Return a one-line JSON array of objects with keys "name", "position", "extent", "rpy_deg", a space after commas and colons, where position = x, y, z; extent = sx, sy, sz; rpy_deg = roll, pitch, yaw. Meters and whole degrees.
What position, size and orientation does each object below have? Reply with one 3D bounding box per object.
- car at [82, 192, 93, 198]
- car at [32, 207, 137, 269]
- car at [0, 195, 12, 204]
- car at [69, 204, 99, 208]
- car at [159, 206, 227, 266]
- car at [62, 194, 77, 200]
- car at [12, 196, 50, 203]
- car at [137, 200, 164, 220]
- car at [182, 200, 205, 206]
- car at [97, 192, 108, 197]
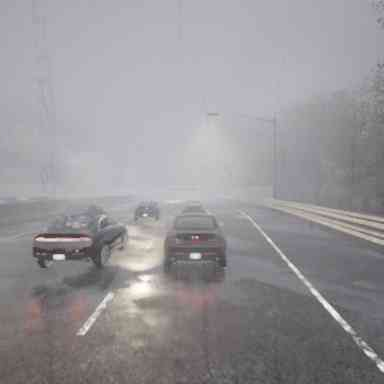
[{"name": "car", "position": [-24.481, 0.889, 78.094], "extent": [1.837, 1.490, 4.892], "rpy_deg": [0, 0, 0]}, {"name": "car", "position": [-3.404, 1.448, 10.947], "extent": [2.128, 1.511, 4.902], "rpy_deg": [0, 0, 0]}, {"name": "car", "position": [-21.076, 1.222, 37.207], "extent": [2.097, 1.767, 4.553], "rpy_deg": [0, 0, 0]}, {"name": "car", "position": [-6.910, 1.467, 21.589], "extent": [2.033, 1.411, 5.357], "rpy_deg": [0, 0, 0]}, {"name": "car", "position": [0.096, 1.462, 11.381], "extent": [1.837, 1.490, 4.892], "rpy_deg": [0, 0, 0]}, {"name": "car", "position": [-27.982, 1.060, 75.818], "extent": [1.895, 1.301, 4.718], "rpy_deg": [0, 0, 0]}, {"name": "car", "position": [-17.578, 1.222, 37.212], "extent": [2.097, 1.767, 4.553], "rpy_deg": [0, 0, 0]}, {"name": "car", "position": [-3.399, 1.409, 26.593], "extent": [1.837, 1.490, 4.892], "rpy_deg": [0, 0, 0]}, {"name": "car", "position": [0.102, 1.426, 27.656], "extent": [1.812, 1.442, 4.674], "rpy_deg": [0, 0, 0]}, {"name": "car", "position": [-20.981, 0.889, 78.093], "extent": [1.837, 1.490, 4.892], "rpy_deg": [0, 0, 0]}]
